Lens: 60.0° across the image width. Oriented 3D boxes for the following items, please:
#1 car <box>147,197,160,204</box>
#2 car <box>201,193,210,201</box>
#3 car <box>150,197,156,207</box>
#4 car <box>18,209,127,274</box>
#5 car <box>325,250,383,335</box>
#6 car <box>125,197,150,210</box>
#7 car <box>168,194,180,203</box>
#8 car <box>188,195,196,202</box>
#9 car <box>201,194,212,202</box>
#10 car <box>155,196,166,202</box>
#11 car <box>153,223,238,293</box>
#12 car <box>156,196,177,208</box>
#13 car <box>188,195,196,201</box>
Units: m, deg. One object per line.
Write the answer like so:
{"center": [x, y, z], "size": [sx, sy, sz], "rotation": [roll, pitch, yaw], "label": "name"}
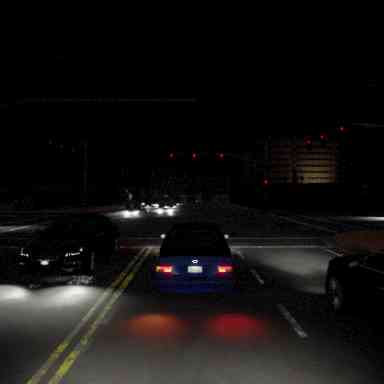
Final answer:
{"center": [-7.136, 1.600, 62.297], "size": [1.895, 1.301, 4.718], "rotation": [0, 0, 0], "label": "car"}
{"center": [3.395, 1.228, 84.712], "size": [2.097, 1.767, 4.553], "rotation": [0, 0, 0], "label": "car"}
{"center": [-7.157, 1.547, 52.377], "size": [2.033, 1.411, 5.357], "rotation": [0, 0, 0], "label": "car"}
{"center": [-3.633, 1.505, 10.691], "size": [1.837, 1.490, 4.892], "rotation": [-1, 0, 1], "label": "car"}
{"center": [3.557, 1.491, 4.721], "size": [2.128, 1.511, 4.902], "rotation": [0, 0, 0], "label": "car"}
{"center": [-7.194, 1.491, 42.628], "size": [2.128, 1.511, 4.902], "rotation": [0, 0, 2], "label": "car"}
{"center": [-3.653, 1.491, 56.968], "size": [2.128, 1.511, 4.902], "rotation": [0, 0, 0], "label": "car"}
{"center": [-0.092, 1.531, 74.462], "size": [2.033, 1.411, 5.357], "rotation": [0, 0, 0], "label": "car"}
{"center": [3.407, 1.344, 74.756], "size": [2.097, 1.767, 4.553], "rotation": [0, 0, 0], "label": "car"}
{"center": [-7.093, 1.535, 75.099], "size": [2.033, 1.411, 5.357], "rotation": [0, 0, 0], "label": "car"}
{"center": [0.072, 1.547, 8.962], "size": [2.033, 1.411, 5.357], "rotation": [0, 0, 0], "label": "car"}
{"center": [-3.649, 1.601, 47.643], "size": [1.895, 1.301, 4.718], "rotation": [0, 0, 0], "label": "car"}
{"center": [-0.105, 1.425, 84.736], "size": [1.994, 1.385, 4.181], "rotation": [0, 0, 0], "label": "car"}
